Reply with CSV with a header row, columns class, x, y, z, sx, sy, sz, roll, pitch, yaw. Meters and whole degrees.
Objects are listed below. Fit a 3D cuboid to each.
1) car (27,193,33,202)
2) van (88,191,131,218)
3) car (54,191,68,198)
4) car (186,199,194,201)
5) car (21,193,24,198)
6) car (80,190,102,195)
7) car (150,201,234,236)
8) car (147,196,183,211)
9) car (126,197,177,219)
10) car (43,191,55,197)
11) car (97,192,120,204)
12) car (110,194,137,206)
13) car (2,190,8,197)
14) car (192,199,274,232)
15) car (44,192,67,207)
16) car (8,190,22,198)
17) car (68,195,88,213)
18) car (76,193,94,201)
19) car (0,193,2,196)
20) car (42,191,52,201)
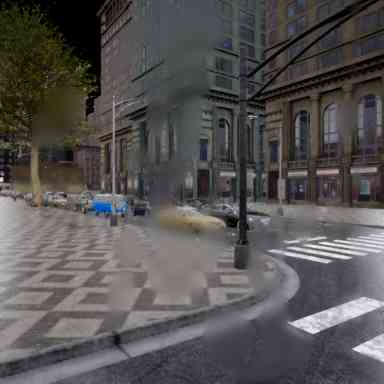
class,x,y,z,sx,sy,sz,roll,pitch,yaw
car,-22.943,0.911,50.078,2.008,1.369,4.403,1,0,-35
van,-6.735,1.091,27.133,1.690,1.788,3.998,1,0,-35
car,-28.947,0.587,73.351,1.887,1.381,4.507,1,0,-35
car,0.221,1.315,32.060,1.947,1.339,4.313,1,0,-35
car,-26.184,0.830,54.665,2.008,1.369,4.403,1,0,-35
car,-10.917,0.824,37.678,2.150,2.045,5.566,0,1,-35
car,-0.155,1.398,17.813,1.752,1.417,4.829,1,0,-35
car,-3.018,1.224,36.647,1.887,1.381,4.507,1,0,-35
car,-3.333,1.338,26.917,1.994,1.385,4.181,0,1,-35
car,-35.429,0.471,82.526,1.802,1.307,4.206,1,0,-35
car,-12.741,0.881,50.414,1.967,1.590,4.097,1,0,-35
car,-9.502,1.074,45.826,2.008,1.369,4.403,1,0,-35
car,-42.388,0.330,77.605,1.967,1.590,4.097,1,0,-35
car,2.387,1.370,18.808,2.128,1.511,4.902,0,1,-35
car,-16.363,1.051,40.763,1.752,1.417,4.829,1,0,-35
car,-35.905,0.483,68.429,1.967,1.590,4.097,1,0,-35
car,-9.978,1.230,31.722,2.008,1.369,4.403,1,0,-35
car,-19.225,0.861,59.589,1.802,1.307,4.206,1,0,-35
car,-45.630,0.254,82.194,1.967,1.590,4.097,1,0,-35
car,-19.702,0.992,45.490,2.008,1.369,4.403,1,0,-35
